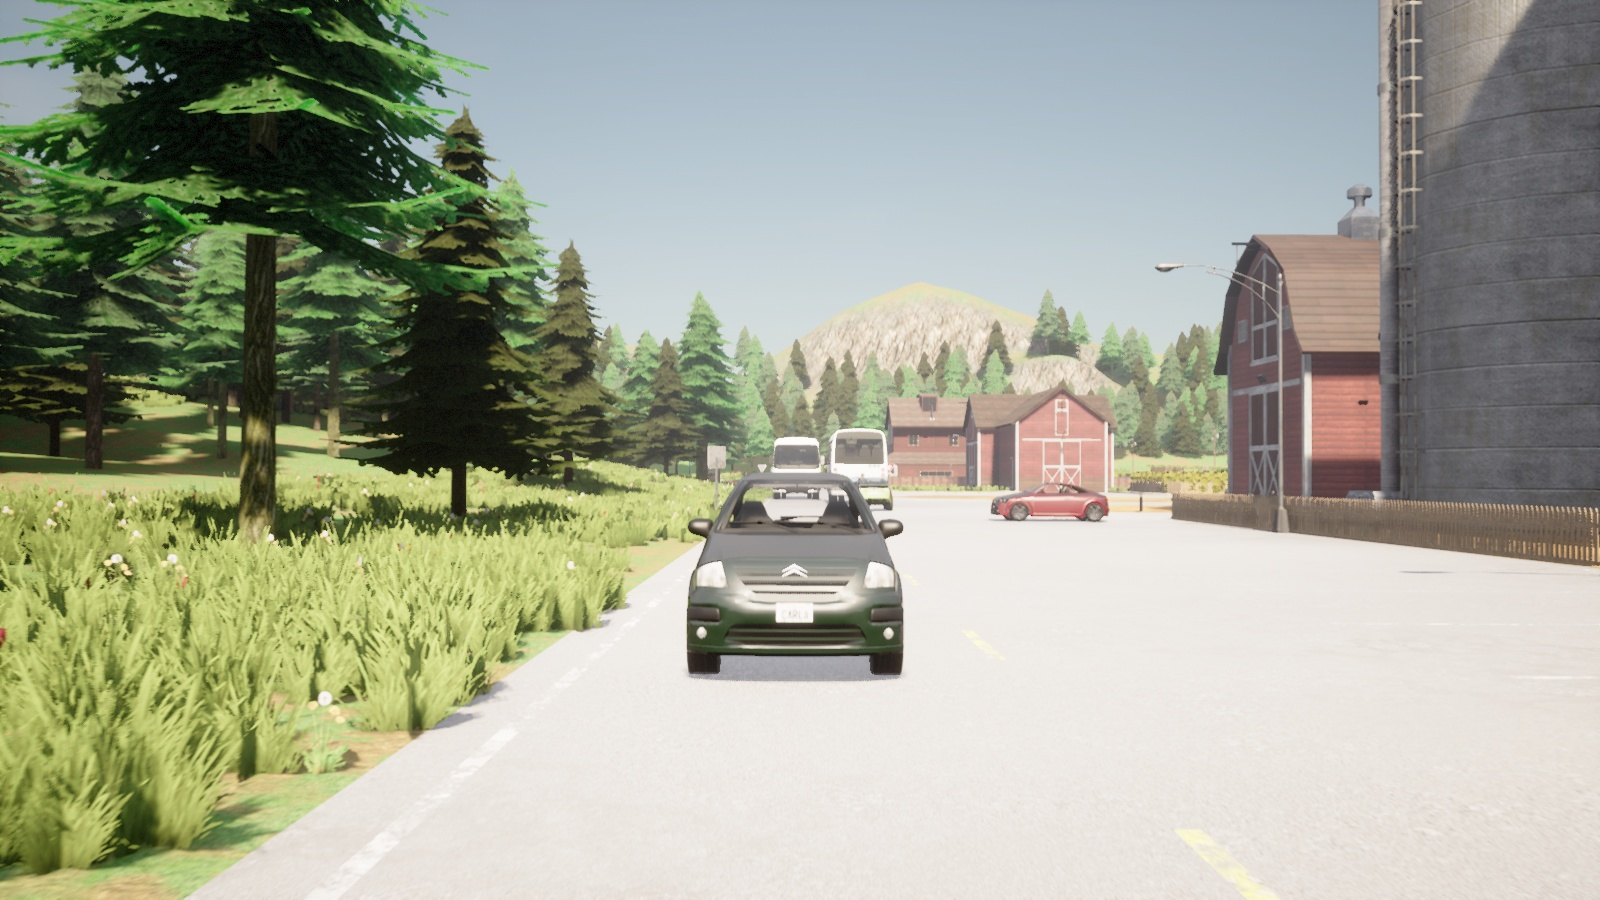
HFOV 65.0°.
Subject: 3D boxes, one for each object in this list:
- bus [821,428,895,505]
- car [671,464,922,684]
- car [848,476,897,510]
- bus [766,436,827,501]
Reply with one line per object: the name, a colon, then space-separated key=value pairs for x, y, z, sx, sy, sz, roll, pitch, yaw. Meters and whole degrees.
bus: x=3.308 y=1.032 z=75.520 sx=3.944 sy=4.253 sz=10.273 roll=0 pitch=-1 yaw=0
car: x=-0.029 y=0.960 z=11.286 sx=1.851 sy=1.617 sz=3.988 roll=0 pitch=-1 yaw=0
car: x=3.354 y=2.004 z=58.951 sx=2.007 sy=1.525 sz=4.514 roll=0 pitch=-1 yaw=0
bus: x=-0.224 y=1.304 z=87.697 sx=3.944 sy=4.253 sz=10.273 roll=0 pitch=-1 yaw=0
